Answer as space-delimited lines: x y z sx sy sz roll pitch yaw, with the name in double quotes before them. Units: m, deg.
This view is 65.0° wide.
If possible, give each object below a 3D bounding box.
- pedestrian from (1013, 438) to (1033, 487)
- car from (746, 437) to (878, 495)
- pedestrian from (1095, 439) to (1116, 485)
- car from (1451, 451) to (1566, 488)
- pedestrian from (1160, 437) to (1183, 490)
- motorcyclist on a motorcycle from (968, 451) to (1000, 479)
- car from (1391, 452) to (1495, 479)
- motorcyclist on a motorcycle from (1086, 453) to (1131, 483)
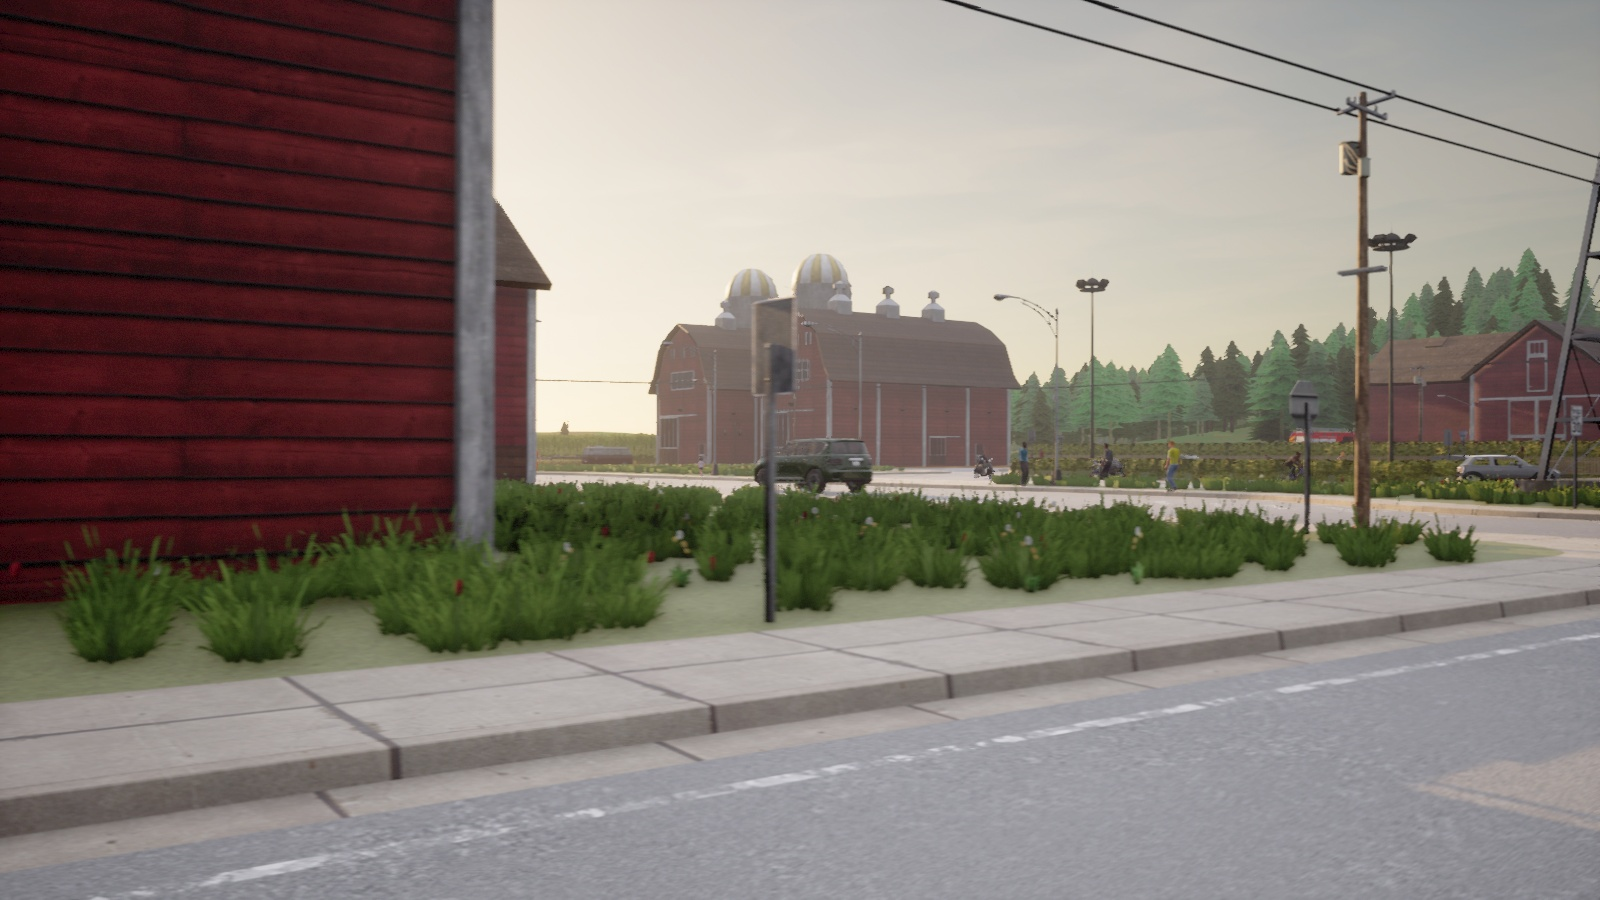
"pedestrian" 8.973 0.505 50.580 0.396 1.930 0.692 0 0 -34
"car" 0.377 0.580 47.749 2.150 2.045 5.566 0 0 -36
"pedestrian" 13.058 0.502 53.669 0.423 1.949 0.788 0 0 -39
"car" 28.808 0.775 51.189 3.806 1.475 1.970 0 0 21
"pedestrian" 13.050 0.481 44.105 0.354 1.836 0.706 0 0 -36
"motorcyclist on a motorcycle" 10.577 0.853 72.167 0.866 1.590 1.817 0 0 -33
"car" 36.516 0.842 71.407 2.163 1.488 4.792 0 0 -35
"motorcyclist on a motorcycle" 15.864 0.905 64.606 0.866 1.530 2.191 0 0 -36
